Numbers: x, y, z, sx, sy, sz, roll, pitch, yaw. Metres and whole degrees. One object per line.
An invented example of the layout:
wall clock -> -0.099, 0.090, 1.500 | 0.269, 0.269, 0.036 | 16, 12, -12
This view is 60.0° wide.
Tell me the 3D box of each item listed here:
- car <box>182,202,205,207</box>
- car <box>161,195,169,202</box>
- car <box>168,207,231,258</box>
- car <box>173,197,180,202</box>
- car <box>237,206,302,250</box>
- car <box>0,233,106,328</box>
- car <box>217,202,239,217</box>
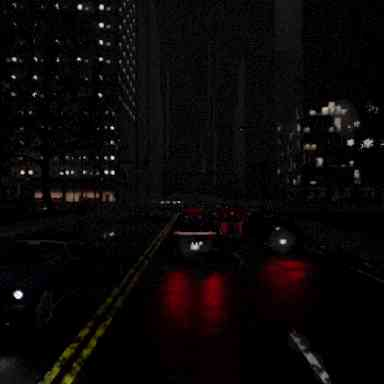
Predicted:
car -> 0.104, 1.623, 29.301 | 1.882, 1.535, 5.008 | 0, -1, 0
car -> -7.487, 1.752, 92.896 | 2.097, 1.767, 4.553 | 0, 0, -1
car -> 0.098, 1.561, 13.081 | 2.128, 1.511, 4.902 | 0, 0, 0
car -> -4.237, 1.950, 92.920 | 1.994, 1.385, 4.181 | 0, 0, -1
car -> 3.351, 1.581, 14.639 | 1.837, 1.490, 4.892 | 0, 0, 0
car -> -3.348, 1.639, 7.163 | 1.895, 1.301, 4.718 | 0, 0, 0
car -> 3.354, 1.627, 30.207 | 1.882, 1.535, 5.008 | 0, -1, 0
